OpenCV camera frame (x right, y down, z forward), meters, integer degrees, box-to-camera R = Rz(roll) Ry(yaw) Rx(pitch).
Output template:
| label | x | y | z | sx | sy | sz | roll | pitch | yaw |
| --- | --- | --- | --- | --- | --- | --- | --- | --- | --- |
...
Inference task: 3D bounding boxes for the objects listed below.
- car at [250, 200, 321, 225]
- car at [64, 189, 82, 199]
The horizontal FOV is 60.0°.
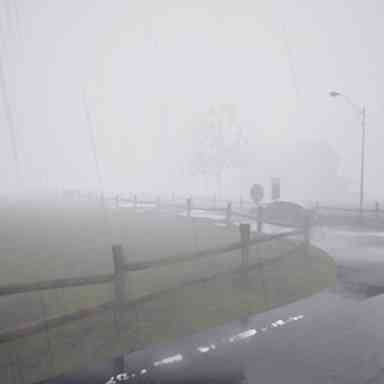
| label | x | y | z | sx | sy | sz | roll | pitch | yaw |
| --- | --- | --- | --- | --- | --- | --- | --- | --- | --- |
| car | 5.699 | 1.242 | 20.729 | 1.812 | 1.442 | 4.674 | 0 | 1 | -34 |
| car | -18.135 | 0.299 | 50.373 | 2.128 | 1.511 | 4.902 | 1 | 1 | -35 |
